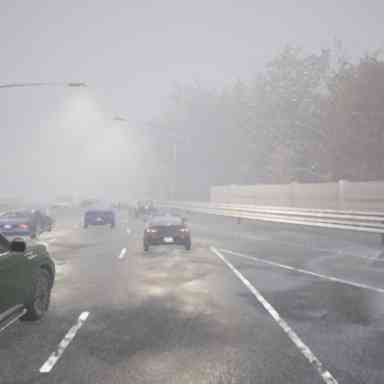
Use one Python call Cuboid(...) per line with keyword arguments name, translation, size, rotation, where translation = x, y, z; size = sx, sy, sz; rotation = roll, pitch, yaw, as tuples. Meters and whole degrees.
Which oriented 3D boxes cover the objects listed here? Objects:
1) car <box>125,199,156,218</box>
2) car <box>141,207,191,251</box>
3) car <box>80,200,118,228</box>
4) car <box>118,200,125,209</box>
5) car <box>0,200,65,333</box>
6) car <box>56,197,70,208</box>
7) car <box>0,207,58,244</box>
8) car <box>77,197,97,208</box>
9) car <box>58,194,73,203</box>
Cuboid(name="car", translation=(-4.764, 1.437, 31.641), size=(2.097, 1.767, 4.553), rotation=(0, 0, -20))
Cuboid(name="car", translation=(-1.133, 1.562, 14.242), size=(1.812, 1.442, 4.674), rotation=(0, 0, -7))
Cuboid(name="car", translation=(-6.243, 1.545, 22.865), size=(1.882, 1.535, 5.008), rotation=(0, 0, -12))
Cuboid(name="car", translation=(-10.192, 1.730, 45.654), size=(1.895, 1.301, 4.718), rotation=(0, 0, -24))
Cuboid(name="car", translation=(-3.623, 1.239, 4.083), size=(2.150, 2.045, 5.566), rotation=(0, 0, -3))
Cuboid(name="car", translation=(-19.614, 1.758, 48.997), size=(1.895, 1.301, 4.718), rotation=(0, 0, -28))
Cuboid(name="car", translation=(-8.639, 1.607, 17.340), size=(2.033, 1.411, 5.357), rotation=(0, 0, -10))
Cuboid(name="car", translation=(-15.755, 1.654, 49.088), size=(1.837, 1.490, 4.892), rotation=(0, 0, -27))
Cuboid(name="car", translation=(-28.216, 1.459, 73.653), size=(2.150, 2.045, 5.566), rotation=(0, 0, -42))
